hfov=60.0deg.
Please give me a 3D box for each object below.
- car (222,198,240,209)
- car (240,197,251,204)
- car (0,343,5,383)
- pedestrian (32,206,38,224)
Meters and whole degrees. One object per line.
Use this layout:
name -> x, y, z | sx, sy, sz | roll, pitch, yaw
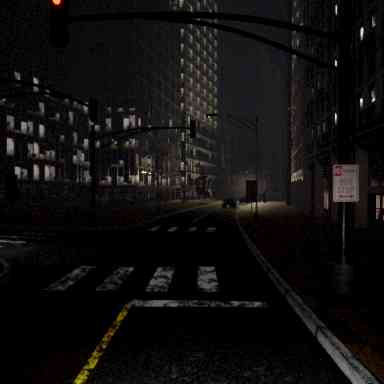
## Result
car -> 5.576, 1.638, 48.799 | 1.837, 1.490, 4.892 | 0, 0, 12
car -> 10.988, 1.770, 69.138 | 1.837, 1.490, 4.892 | 0, 0, 18
car -> -2.649, 1.525, 1.230 | 1.812, 1.442, 4.674 | 0, 0, 2
pedestrian -> -9.371, 1.345, 19.865 | 0.500, 1.100, 0.500 | 0, 0, 17
